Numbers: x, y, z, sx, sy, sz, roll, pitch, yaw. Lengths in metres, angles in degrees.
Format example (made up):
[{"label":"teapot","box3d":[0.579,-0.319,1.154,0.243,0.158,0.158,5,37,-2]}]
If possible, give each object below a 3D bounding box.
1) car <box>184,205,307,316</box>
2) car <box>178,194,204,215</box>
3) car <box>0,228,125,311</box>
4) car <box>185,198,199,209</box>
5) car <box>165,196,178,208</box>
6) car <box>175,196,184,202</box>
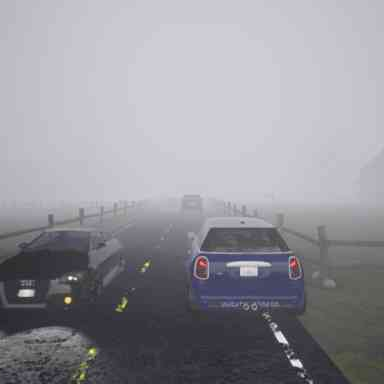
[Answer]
[{"label":"car","box3d":[0.947,1.349,7.682,2.097,1.767,4.553,0,0,0]},{"label":"car","box3d":[-0.005,1.222,33.630,2.150,2.045,5.566,0,0,0]},{"label":"car","box3d":[-2.864,1.561,7.744,1.994,1.385,4.181,0,0,0]},{"label":"car","box3d":[-0.040,1.533,46.361,1.812,1.442,4.674,0,0,0]},{"label":"car","box3d":[-2.939,1.535,49.064,1.812,1.442,4.674,0,0,0]},{"label":"car","box3d":[-2.900,1.562,78.011,1.812,1.442,4.674,0,0,0]}]
